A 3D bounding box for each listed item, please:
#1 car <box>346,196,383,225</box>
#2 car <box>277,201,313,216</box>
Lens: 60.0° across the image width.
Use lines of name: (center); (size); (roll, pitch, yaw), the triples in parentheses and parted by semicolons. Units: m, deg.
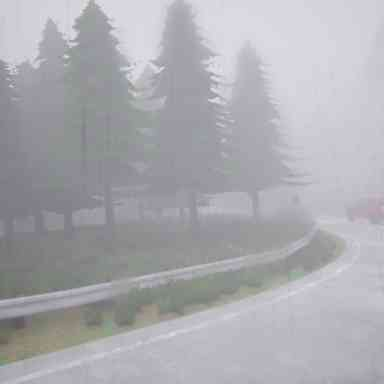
car: (14.498, 1.407, 26.542); (2.150, 2.045, 5.566); (-4, -2, -2)
car: (10.816, 1.939, 35.455); (2.150, 2.045, 5.566); (-4, -2, -4)
